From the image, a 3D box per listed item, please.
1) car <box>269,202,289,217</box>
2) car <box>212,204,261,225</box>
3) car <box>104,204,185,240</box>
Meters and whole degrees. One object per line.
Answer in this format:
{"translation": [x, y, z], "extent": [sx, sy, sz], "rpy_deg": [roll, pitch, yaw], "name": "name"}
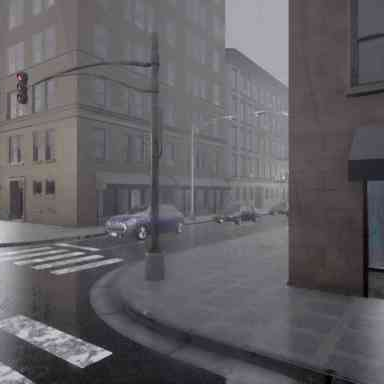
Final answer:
{"translation": [9.842, 1.743, 34.757], "extent": [2.033, 1.411, 5.357], "rpy_deg": [0, 0, 36], "name": "car"}
{"translation": [3.653, 1.686, 26.074], "extent": [2.033, 1.411, 5.357], "rpy_deg": [0, 0, 35], "name": "car"}
{"translation": [-2.384, 1.432, 17.574], "extent": [2.097, 1.767, 4.553], "rpy_deg": [0, 0, 35], "name": "car"}
